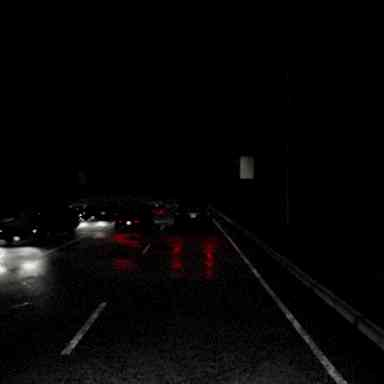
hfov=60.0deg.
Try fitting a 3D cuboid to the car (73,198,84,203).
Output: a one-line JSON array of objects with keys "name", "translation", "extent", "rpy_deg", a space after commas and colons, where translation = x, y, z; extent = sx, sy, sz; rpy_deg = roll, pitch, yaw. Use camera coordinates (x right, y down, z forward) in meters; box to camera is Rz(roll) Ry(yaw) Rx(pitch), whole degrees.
[{"name": "car", "translation": [-10.910, 1.315, 33.742], "extent": [1.812, 1.442, 4.674], "rpy_deg": [0, 1, -2]}]

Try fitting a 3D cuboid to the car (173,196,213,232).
[{"name": "car", "translation": [0.044, 1.263, 19.344], "extent": [2.097, 1.767, 4.553], "rpy_deg": [0, 0, -1]}]

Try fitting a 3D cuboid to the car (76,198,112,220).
[{"name": "car", "translation": [-7.157, 1.404, 26.491], "extent": [2.033, 1.411, 5.357], "rpy_deg": [0, 0, -1]}]

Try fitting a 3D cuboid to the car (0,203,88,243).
[{"name": "car", "translation": [-7.047, 1.478, 16.064], "extent": [2.033, 1.411, 5.357], "rpy_deg": [0, 0, 1]}]

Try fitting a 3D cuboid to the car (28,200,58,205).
[{"name": "car", "translation": [-10.593, 1.372, 23.519], "extent": [2.128, 1.511, 4.902], "rpy_deg": [0, 0, -1]}]

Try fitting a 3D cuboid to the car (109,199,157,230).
[{"name": "car", "translation": [-3.467, 1.408, 20.473], "extent": [1.837, 1.490, 4.892], "rpy_deg": [0, 0, -1]}]

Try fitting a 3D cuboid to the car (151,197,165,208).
[{"name": "car", "translation": [-4.299, 1.318, 41.125], "extent": [1.895, 1.301, 4.718], "rpy_deg": [0, 1, -4]}]

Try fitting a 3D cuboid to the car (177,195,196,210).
[{"name": "car", "translation": [-0.748, 1.218, 40.374], "extent": [2.128, 1.511, 4.902], "rpy_deg": [0, 1, -4]}]
